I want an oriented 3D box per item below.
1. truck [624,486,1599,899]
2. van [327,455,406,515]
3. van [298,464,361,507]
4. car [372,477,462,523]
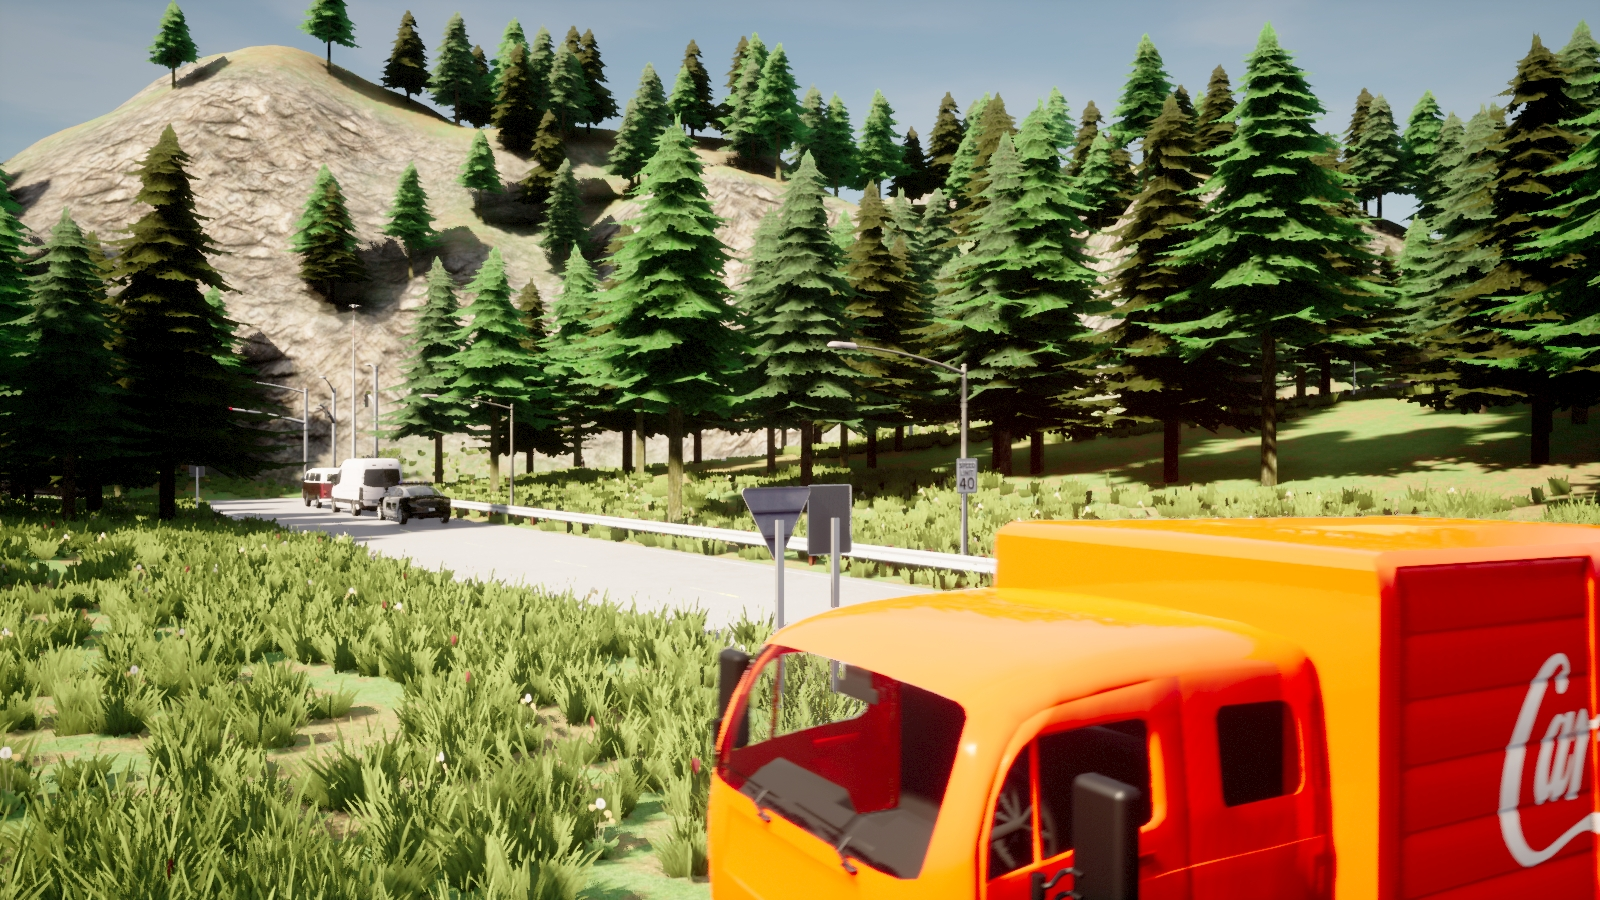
[{"bbox_3d":[2.140,1.438,5.196,5.204,2.467,2.627,1,0,-30],"label":"truck"},{"bbox_3d":[-20.079,1.534,52.765,1.988,2.561,5.915,0,0,-35],"label":"van"},{"bbox_3d":[-24.143,1.782,58.581,2.069,2.038,4.480,0,0,-35],"label":"van"},{"bbox_3d":[-15.723,1.982,46.760,2.097,1.638,5.238,0,0,-35],"label":"car"}]
